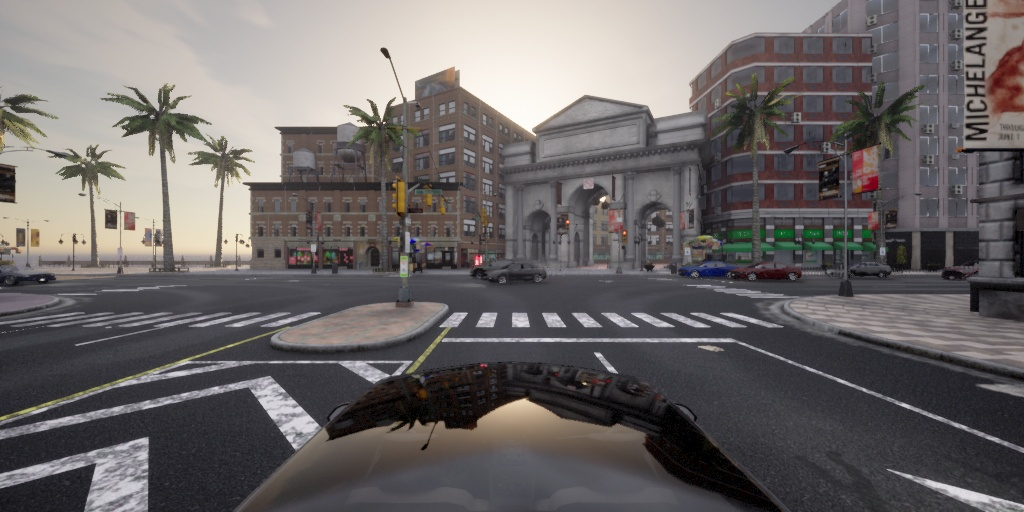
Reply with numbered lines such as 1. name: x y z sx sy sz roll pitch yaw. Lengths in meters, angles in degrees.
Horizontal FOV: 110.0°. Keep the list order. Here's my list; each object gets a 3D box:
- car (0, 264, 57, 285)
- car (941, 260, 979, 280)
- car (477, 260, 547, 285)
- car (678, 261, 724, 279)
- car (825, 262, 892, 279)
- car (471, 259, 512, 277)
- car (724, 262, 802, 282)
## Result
1. car: -35.828 1.297 25.337 5.357 1.411 2.033 0 0 0
2. car: 37.074 1.102 28.289 4.553 1.767 2.097 0 0 3
3. car: 0.214 1.255 26.275 4.892 1.490 1.837 0 -1 -27
4. car: 17.576 1.228 32.125 5.008 1.535 1.882 0 0 1
5. car: 30.766 1.242 31.969 4.902 1.511 2.128 0 0 1
6. car: -1.424 1.102 32.273 4.553 1.767 2.097 0 0 0
7. car: 20.181 1.228 28.603 5.008 1.535 1.882 0 0 1
